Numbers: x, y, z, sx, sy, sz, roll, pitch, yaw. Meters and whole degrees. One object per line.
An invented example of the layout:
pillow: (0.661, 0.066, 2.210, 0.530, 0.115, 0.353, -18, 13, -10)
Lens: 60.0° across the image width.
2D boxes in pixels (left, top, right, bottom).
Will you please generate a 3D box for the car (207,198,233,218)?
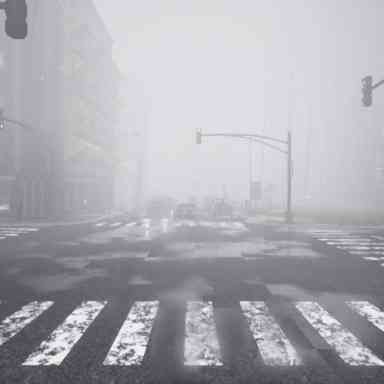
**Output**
car: (2.662, 1.522, 29.987, 1.887, 1.381, 4.507, -1, 0, 0)

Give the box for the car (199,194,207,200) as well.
car: (2.725, 1.313, 86.445, 1.967, 1.590, 4.097, -1, 0, 0)

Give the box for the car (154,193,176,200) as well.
car: (-3.070, 1.315, 40.532, 2.097, 1.767, 4.553, 0, 0, 0)

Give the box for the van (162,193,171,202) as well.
van: (-5.666, 1.242, 75.126, 1.690, 1.788, 3.998, -1, 0, 0)

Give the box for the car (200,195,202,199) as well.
car: (2.673, 1.490, 52.570, 1.887, 1.381, 4.507, -1, 0, 0)

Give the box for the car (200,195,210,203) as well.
car: (2.686, 1.353, 69.507, 1.967, 1.590, 4.097, -1, 0, 0)

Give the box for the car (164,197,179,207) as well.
car: (-3.053, 1.513, 50.497, 1.994, 1.385, 4.181, 0, 0, 0)

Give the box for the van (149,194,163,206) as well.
van: (-5.678, 1.286, 52.541, 1.690, 1.788, 3.998, -1, 0, 0)

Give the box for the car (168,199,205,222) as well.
car: (-0.306, 1.529, 26.301, 2.033, 1.411, 5.357, 0, 0, 5)

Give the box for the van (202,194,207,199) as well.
van: (2.667, 1.295, 46.924, 1.690, 1.788, 3.998, -1, 0, 0)

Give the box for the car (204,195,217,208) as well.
car: (2.663, 1.410, 35.632, 1.967, 1.590, 4.097, -1, 0, 0)

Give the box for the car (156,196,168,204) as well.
car: (-5.669, 1.470, 63.833, 1.887, 1.381, 4.507, -1, 0, 0)

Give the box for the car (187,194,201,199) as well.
car: (0.135, 1.282, 61.396, 2.097, 1.767, 4.553, 0, 0, 0)

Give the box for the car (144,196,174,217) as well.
car: (-3.080, 1.453, 31.217, 1.882, 1.535, 5.008, 0, 0, 0)

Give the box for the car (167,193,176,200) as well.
car: (-5.658, 1.173, 92.065, 2.192, 1.841, 5.009, -1, 0, 0)
